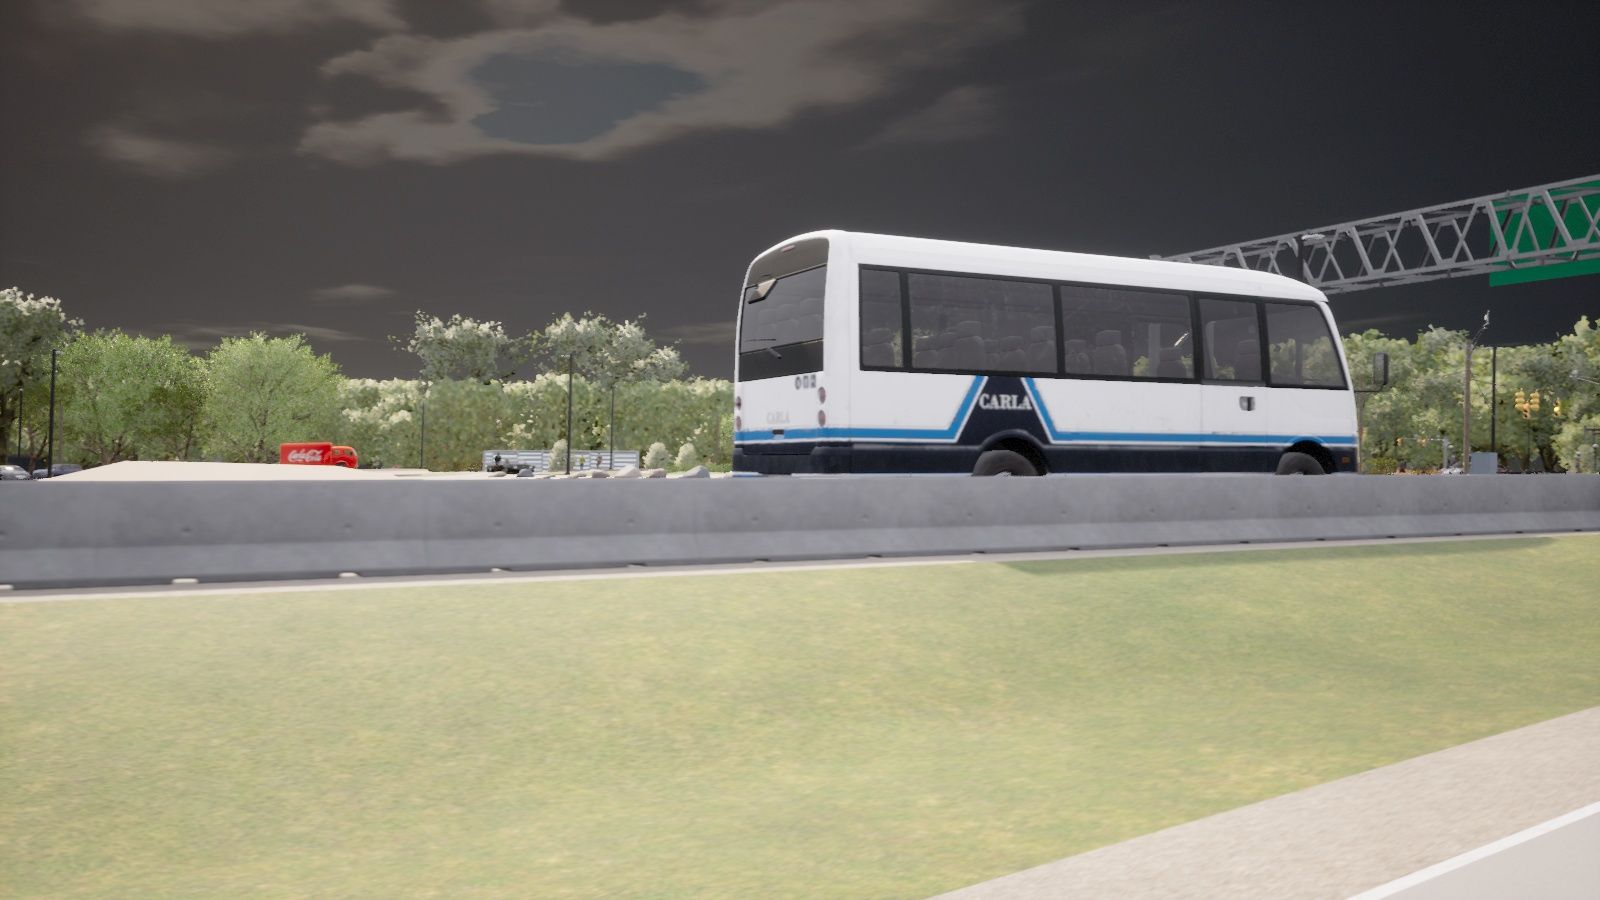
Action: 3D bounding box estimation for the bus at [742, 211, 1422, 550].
[{"bbox_3d":[4.593,-0.840,19.812,10.273,4.253,3.944,0,-1,-26],"label":"bus"}]

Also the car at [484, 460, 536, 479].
[{"bbox_3d":[-20.899,1.382,90.449,1.895,1.301,4.718,2,-2,-37],"label":"car"}]

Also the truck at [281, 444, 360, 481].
[{"bbox_3d":[-34.674,0.870,90.914,5.204,2.467,2.627,-1,1,-19],"label":"truck"}]
